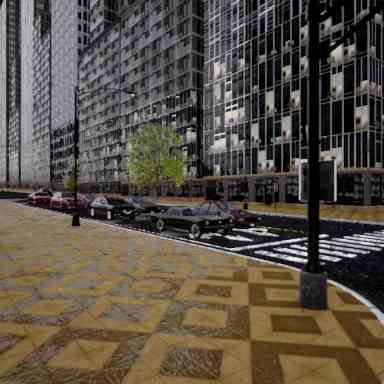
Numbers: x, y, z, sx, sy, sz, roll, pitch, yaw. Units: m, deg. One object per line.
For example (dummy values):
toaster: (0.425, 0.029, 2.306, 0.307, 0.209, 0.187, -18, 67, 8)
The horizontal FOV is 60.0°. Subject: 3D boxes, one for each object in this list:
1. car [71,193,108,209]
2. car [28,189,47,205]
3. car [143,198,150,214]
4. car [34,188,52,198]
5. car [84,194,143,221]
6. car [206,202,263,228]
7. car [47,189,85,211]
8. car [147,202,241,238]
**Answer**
car: (-11.138, 0.925, 35.926, 2.033, 1.411, 5.357, 0, 1, -38)
car: (-18.101, 0.722, 39.608, 1.882, 1.535, 5.008, 0, 1, -37)
car: (-4.634, 1.118, 27.627, 2.033, 1.411, 5.357, 0, 1, -37)
car: (-28.490, 0.127, 63.710, 2.097, 1.767, 4.553, 0, 1, -38)
car: (-5.676, 1.121, 23.684, 1.837, 1.490, 4.892, 0, 1, -38)
car: (1.638, 1.304, 19.693, 2.033, 1.411, 5.357, 0, 1, -36)
car: (-11.791, 0.786, 31.486, 2.097, 1.767, 4.553, 0, 1, -38)
car: (-0.086, 1.383, 16.574, 1.895, 1.301, 4.718, 0, 1, -38)
